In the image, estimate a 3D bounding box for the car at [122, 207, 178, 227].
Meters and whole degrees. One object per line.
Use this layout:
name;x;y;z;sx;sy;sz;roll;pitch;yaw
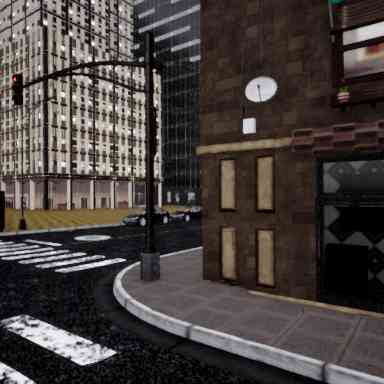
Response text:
car;-3.481;1.887;25.922;2.008;1.369;4.403;-2;-2;35

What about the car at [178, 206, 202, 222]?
car;-0.272;1.968;30.474;2.008;1.369;4.403;-2;-2;35
